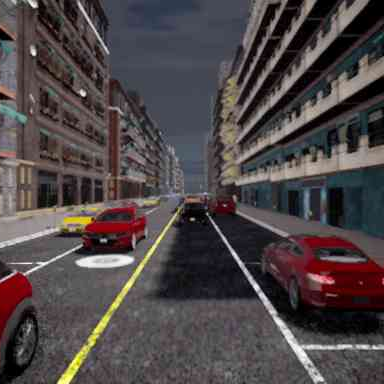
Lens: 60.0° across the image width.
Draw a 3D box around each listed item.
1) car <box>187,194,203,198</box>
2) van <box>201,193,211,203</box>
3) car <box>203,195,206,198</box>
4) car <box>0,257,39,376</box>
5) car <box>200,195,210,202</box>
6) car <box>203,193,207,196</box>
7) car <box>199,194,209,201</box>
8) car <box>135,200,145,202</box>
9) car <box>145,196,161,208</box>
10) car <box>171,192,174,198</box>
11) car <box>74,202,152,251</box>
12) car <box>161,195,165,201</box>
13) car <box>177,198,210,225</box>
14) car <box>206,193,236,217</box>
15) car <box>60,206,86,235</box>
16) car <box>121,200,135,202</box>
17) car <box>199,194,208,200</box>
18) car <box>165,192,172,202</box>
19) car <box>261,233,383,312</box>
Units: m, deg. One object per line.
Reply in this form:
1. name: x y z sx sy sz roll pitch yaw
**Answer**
1. car: 0.073 1.173 45.372 2.097 1.767 4.553 0 0 0
2. van: 2.669 1.099 62.574 1.690 1.788 3.998 1 0 0
3. car: 2.678 1.406 40.481 1.947 1.339 4.313 1 0 0
4. car: -3.096 1.341 2.525 2.097 1.767 4.553 0 0 0
5. car: 2.665 1.282 68.098 1.887 1.381 4.507 1 0 0
6. car: 2.671 1.218 57.051 1.967 1.590 4.097 1 0 0
7. car: 2.661 1.263 73.622 1.887 1.381 4.507 0 0 0
8. car: -5.697 1.427 29.444 1.887 1.381 4.507 1 0 0
9. car: -5.705 1.345 45.843 1.752 1.417 4.829 1 0 0
10. car: -5.719 1.269 73.631 2.008 1.369 4.403 1 0 0
11. car: -3.069 1.420 14.113 1.882 1.535 5.008 0 0 0
12. car: -5.708 1.349 51.537 2.008 1.369 4.403 1 0 0
13. car: 0.051 1.414 23.003 1.837 1.490 4.892 0 1 0
14. car: 2.686 1.198 29.434 2.192 1.841 5.009 1 0 0
15. car: -5.692 1.452 18.227 1.752 1.417 4.829 1 0 0
16. car: -5.695 1.455 23.921 2.008 1.369 4.403 1 0 0
17. car: 2.659 1.265 79.146 1.947 1.339 4.313 0 0 0
18. car: -5.716 1.288 68.108 2.008 1.369 4.403 1 0 0
19. car: 2.694 1.552 7.341 1.802 1.307 4.206 1 0 0
